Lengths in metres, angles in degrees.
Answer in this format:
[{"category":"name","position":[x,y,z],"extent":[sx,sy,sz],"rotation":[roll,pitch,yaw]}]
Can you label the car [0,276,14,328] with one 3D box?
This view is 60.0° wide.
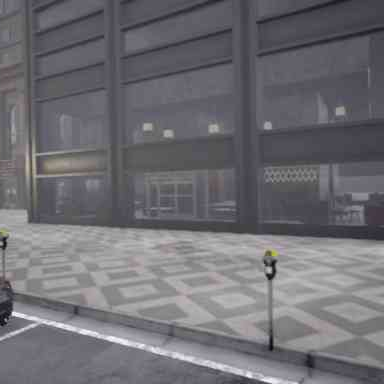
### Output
[{"category":"car","position":[-4.801,1.585,5.422],"extent":[4.403,1.369,2.008],"rotation":[-1,1,28]}]
